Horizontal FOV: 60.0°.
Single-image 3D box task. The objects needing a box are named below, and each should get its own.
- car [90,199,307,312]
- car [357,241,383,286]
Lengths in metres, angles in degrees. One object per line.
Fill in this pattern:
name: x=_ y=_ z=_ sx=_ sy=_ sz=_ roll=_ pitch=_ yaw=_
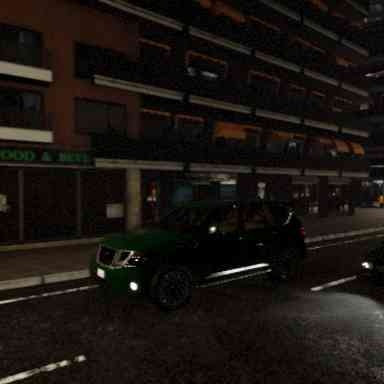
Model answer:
car: x=0.468 y=1.211 z=8.075 sx=5.566 sy=2.045 sz=2.150 roll=0 pitch=0 yaw=-36
car: x=6.315 y=1.519 z=8.348 sx=5.357 sy=1.411 sz=2.033 roll=0 pitch=0 yaw=-37
